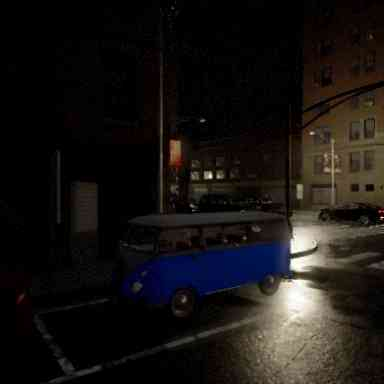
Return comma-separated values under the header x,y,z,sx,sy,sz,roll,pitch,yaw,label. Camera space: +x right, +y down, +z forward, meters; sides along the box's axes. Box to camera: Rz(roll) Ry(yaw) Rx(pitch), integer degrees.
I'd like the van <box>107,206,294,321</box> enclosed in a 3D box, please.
x,y,z,sx,sy,sz,roll,pitch,yaw,label
0.342,1.338,7.004,3.998,1.788,1.690,0,0,-36,van

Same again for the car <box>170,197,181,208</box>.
x,y,z,sx,sy,sz,roll,pitch,yaw,label
-3.449,1.336,32.569,2.097,1.767,4.553,0,0,-36,car

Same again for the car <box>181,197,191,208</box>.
x,y,z,sx,sy,sz,roll,pitch,yaw,label
-0.459,1.346,33.988,2.097,1.767,4.553,0,0,-36,car

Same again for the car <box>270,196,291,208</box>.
x,y,z,sx,sy,sz,roll,pitch,yaw,label
5.254,1.211,26.191,2.150,2.045,5.566,0,0,-36,car

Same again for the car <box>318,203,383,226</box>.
x,y,z,sx,sy,sz,roll,pitch,yaw,label
11.330,1.489,23.528,2.128,1.511,4.902,0,0,-32,car

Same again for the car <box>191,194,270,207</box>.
x,y,z,sx,sy,sz,roll,pitch,yaw,label
2.627,1.201,24.280,2.150,2.045,5.566,0,0,-36,car

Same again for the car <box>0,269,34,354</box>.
x,y,z,sx,sy,sz,roll,pitch,yaw,label
-4.266,1.546,3.718,4.507,1.381,1.887,0,0,-36,car
